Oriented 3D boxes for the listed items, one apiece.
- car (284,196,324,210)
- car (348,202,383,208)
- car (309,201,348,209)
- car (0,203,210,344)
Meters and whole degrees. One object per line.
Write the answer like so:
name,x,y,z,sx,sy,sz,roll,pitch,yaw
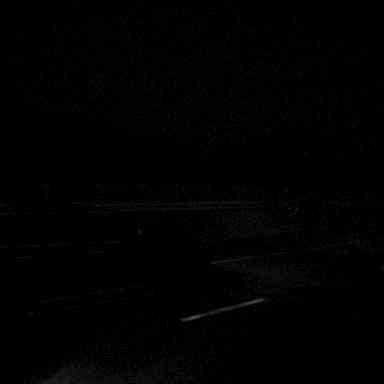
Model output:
car,13.166,1.507,38.580,5.566,2.045,2.150,1,0,-34
car,18.505,1.801,33.729,4.902,1.511,2.128,1,0,-34
car,15.091,1.888,35.660,4.718,1.301,1.895,1,0,-34
car,-2.265,1.234,6.420,5.566,2.045,2.150,1,0,-35
